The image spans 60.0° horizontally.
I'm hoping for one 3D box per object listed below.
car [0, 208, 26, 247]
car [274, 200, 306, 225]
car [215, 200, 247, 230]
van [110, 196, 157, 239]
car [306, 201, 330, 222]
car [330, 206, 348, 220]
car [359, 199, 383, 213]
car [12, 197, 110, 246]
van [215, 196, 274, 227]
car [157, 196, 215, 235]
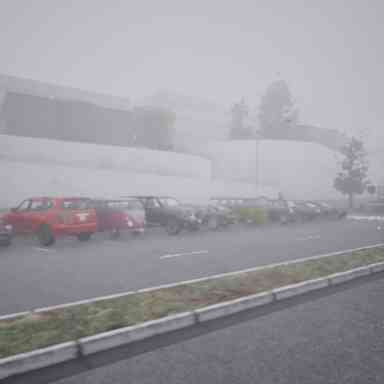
[{"bbox_3d":[-9.184,1.534,13.730,4.674,1.452,2.002,-1,-1,35],"label":"car"},{"bbox_3d":[5.417,1.345,24.103,4.553,1.767,2.185,-1,0,34],"label":"car"},{"bbox_3d":[0.539,1.482,20.654,4.892,1.521,2.231,-1,0,34],"label":"car"},{"bbox_3d":[-4.227,1.264,17.137,4.442,1.987,1.878,-1,-1,35],"label":"van"},{"bbox_3d":[7.825,1.506,25.847,4.674,1.452,2.002,-1,0,35],"label":"car"},{"bbox_3d":[10.295,1.490,27.581,4.792,1.488,2.163,-1,-1,34],"label":"car"},{"bbox_3d":[20.073,1.470,34.548,4.792,1.488,2.163,-1,-1,34],"label":"car"},{"bbox_3d":[-6.783,1.244,15.481,5.566,2.045,2.435,-1,-1,35],"label":"car"},{"bbox_3d":[2.864,1.252,22.455,4.442,1.987,1.878,-1,0,35],"label":"van"},{"bbox_3d":[-1.870,1.235,18.919,5.566,2.045,2.435,-1,-1,35],"label":"car"}]
